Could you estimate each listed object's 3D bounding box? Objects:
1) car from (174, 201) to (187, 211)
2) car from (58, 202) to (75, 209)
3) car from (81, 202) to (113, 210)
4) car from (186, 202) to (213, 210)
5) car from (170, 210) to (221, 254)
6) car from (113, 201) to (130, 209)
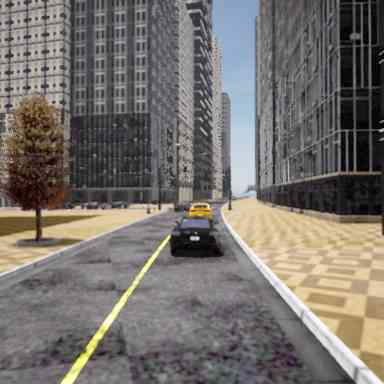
[{"bbox_3d":[-1.155,1.951,44.123,1.994,1.385,4.181,0,-1,5],"label":"car"},{"bbox_3d":[-24.713,2.624,64.303,4.313,1.339,1.947,-1,0,13],"label":"car"},{"bbox_3d":[-15.675,2.280,53.578,4.403,1.369,2.008,-1,0,13],"label":"car"},{"bbox_3d":[0.808,1.743,29.371,1.882,1.535,5.008,0,0,4],"label":"car"},{"bbox_3d":[0.172,1.696,14.251,1.994,1.385,4.181,0,0,2],"label":"car"},{"bbox_3d":[-13.761,2.388,61.736,4.403,1.369,2.008,-1,0,13],"label":"car"}]
